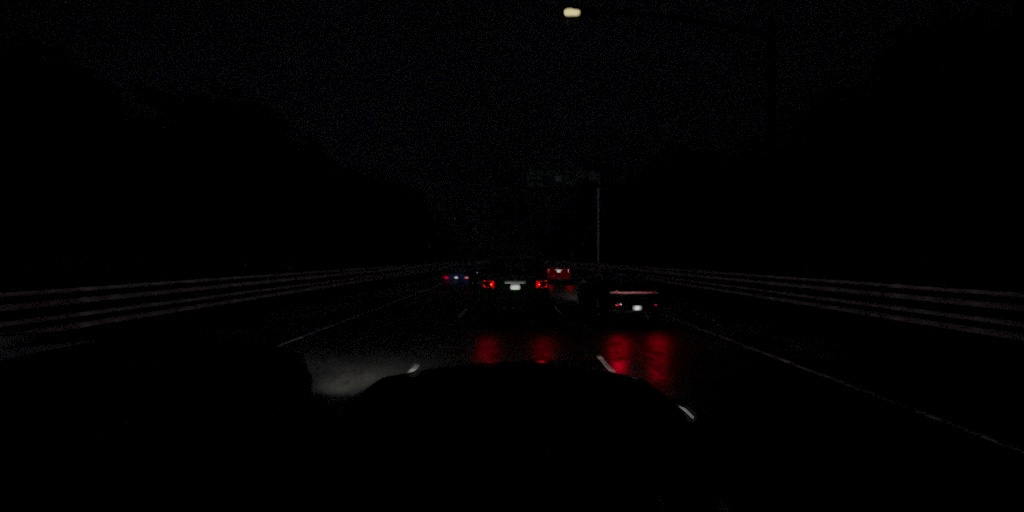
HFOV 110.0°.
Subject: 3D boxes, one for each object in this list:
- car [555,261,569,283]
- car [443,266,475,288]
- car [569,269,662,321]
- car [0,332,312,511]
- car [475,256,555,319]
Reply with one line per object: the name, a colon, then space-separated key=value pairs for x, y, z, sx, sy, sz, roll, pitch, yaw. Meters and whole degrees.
car: x=3.588 y=1.223 z=29.630 sx=2.097 sy=1.767 sz=4.553 roll=0 pitch=0 yaw=0
car: x=-3.410 y=1.393 z=24.440 sx=2.033 sy=1.411 sz=5.357 roll=0 pitch=0 yaw=0
car: x=3.595 y=1.286 z=12.710 sx=2.128 sy=1.511 sz=4.902 roll=0 pitch=0 yaw=0
car: x=-3.409 y=1.279 z=2.542 sx=1.812 sy=1.442 sz=4.674 roll=0 pitch=0 yaw=0
car: x=0.095 y=1.017 z=13.085 sx=2.150 sy=2.045 sz=5.566 roll=0 pitch=0 yaw=0
